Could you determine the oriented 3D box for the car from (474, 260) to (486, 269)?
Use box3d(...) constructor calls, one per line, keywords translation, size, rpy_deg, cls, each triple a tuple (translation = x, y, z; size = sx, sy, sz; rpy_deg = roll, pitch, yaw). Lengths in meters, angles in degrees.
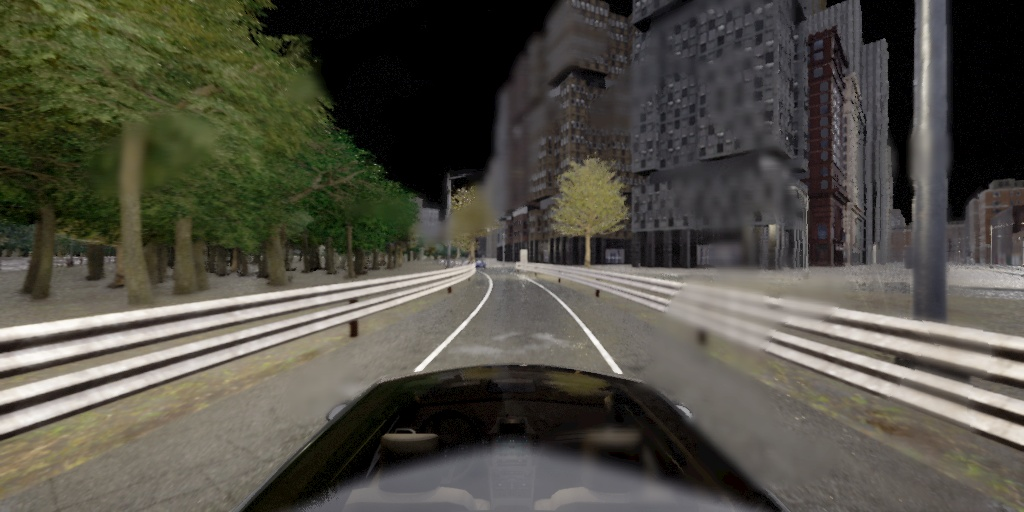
box3d(translation=(-5.861, 1.483, 63.092), size=(1.812, 1.442, 4.674), rpy_deg=(0, 0, -17), cls="car")
